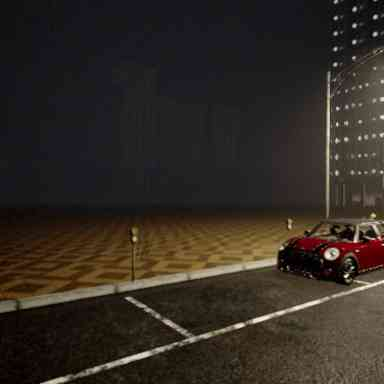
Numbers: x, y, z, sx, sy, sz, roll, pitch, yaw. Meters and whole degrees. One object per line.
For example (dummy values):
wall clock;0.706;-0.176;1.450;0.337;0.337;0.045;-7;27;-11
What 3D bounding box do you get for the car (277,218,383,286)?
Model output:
car;4.349;1.524;9.652;4.097;1.590;1.967;1;0;-35
